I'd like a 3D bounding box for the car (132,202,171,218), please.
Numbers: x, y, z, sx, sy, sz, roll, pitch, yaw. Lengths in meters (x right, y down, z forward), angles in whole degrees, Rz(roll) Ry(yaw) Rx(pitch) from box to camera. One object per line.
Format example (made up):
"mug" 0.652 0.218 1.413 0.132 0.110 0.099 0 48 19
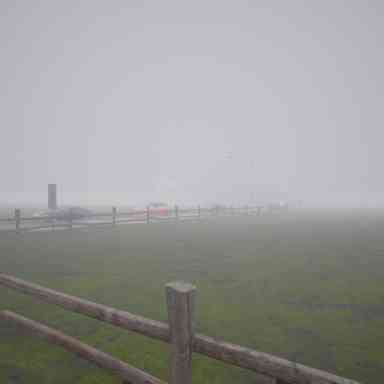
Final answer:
"car" -4.389 1.886 36.338 2.097 1.767 4.553 -1 -1 35

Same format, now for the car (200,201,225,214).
"car" 2.801 2.109 46.478 2.097 1.767 4.553 -1 -1 36

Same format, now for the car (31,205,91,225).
"car" -10.647 1.831 27.479 2.128 1.511 4.902 -1 -2 35

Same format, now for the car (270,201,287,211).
"car" 15.478 2.406 59.372 2.097 1.767 4.553 -1 -1 37
